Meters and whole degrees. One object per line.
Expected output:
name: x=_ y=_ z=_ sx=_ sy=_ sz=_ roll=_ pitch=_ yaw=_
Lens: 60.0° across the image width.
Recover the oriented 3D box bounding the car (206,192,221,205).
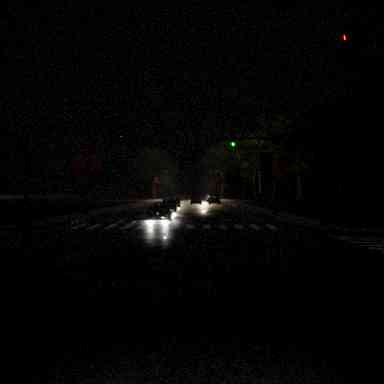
car: x=3.981 y=1.382 z=59.993 sx=2.097 sy=1.767 sz=4.553 roll=0 pitch=0 yaw=0

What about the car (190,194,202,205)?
car: x=0.732 y=1.599 z=60.043 sx=1.994 sy=1.385 sz=4.181 roll=0 pitch=0 yaw=0

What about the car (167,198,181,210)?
car: x=-2.737 y=1.524 z=39.722 sx=2.128 sy=1.511 sz=4.902 roll=0 pitch=0 yaw=0

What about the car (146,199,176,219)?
car: x=-2.796 y=1.592 z=29.374 sx=1.994 sy=1.385 sz=4.181 roll=0 pitch=0 yaw=1

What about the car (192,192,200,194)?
car: x=0.795 y=1.096 z=70.081 sx=2.150 sy=2.045 sz=5.566 roll=0 pitch=0 yaw=0

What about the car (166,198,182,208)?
car: x=-2.649 y=1.584 z=50.164 sx=2.033 sy=1.411 sz=5.357 roll=0 pitch=0 yaw=1

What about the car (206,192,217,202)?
car: x=4.045 y=1.091 z=70.060 sx=2.150 sy=2.045 sz=5.566 roll=0 pitch=0 yaw=0
